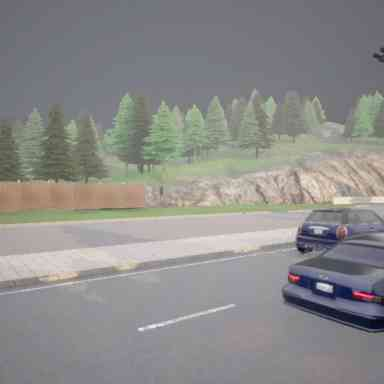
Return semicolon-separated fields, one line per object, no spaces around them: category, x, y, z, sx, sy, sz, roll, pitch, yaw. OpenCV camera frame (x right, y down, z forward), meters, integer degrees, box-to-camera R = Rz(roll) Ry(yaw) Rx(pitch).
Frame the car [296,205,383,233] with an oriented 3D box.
car;5.924;1.351;12.272;4.553;1.767;2.097;0;0;-36

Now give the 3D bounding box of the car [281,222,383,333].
car;4.124;1.547;6.687;5.357;1.411;2.033;0;0;-36
